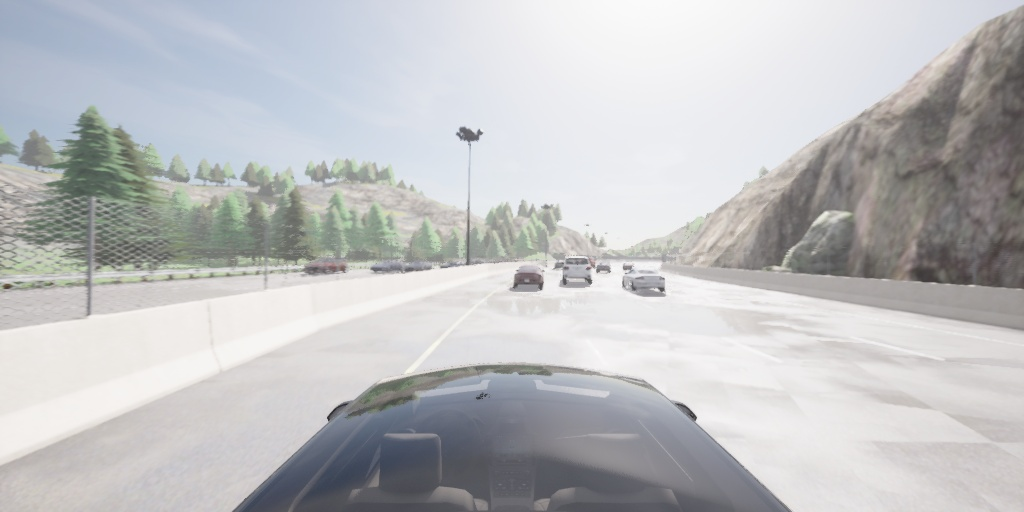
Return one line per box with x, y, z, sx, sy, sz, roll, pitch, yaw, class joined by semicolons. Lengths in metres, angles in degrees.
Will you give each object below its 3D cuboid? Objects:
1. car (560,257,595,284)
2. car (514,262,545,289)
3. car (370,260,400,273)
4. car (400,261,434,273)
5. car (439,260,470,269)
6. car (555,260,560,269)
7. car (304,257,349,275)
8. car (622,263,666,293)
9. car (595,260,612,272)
5.118;1.069;28.495;2.150;2.045;5.566;0;0;9;car
1.193;1.320;23.900;1.812;1.442;4.674;0;0;7;car
-14.025;1.174;41.037;2.033;1.411;5.357;1;0;11;car
-10.505;1.234;40.725;1.994;1.385;4.181;1;0;11;car
-6.768;1.319;41.642;1.895;1.301;4.718;1;0;11;car
8.215;1.419;58.400;2.128;1.511;4.902;0;0;17;car
-18.425;0.918;35.860;2.097;1.767;4.553;1;0;9;car
8.040;1.403;22.122;1.812;1.442;4.674;0;0;7;car
12.819;1.521;49.990;2.033;1.411;5.357;1;0;17;car
